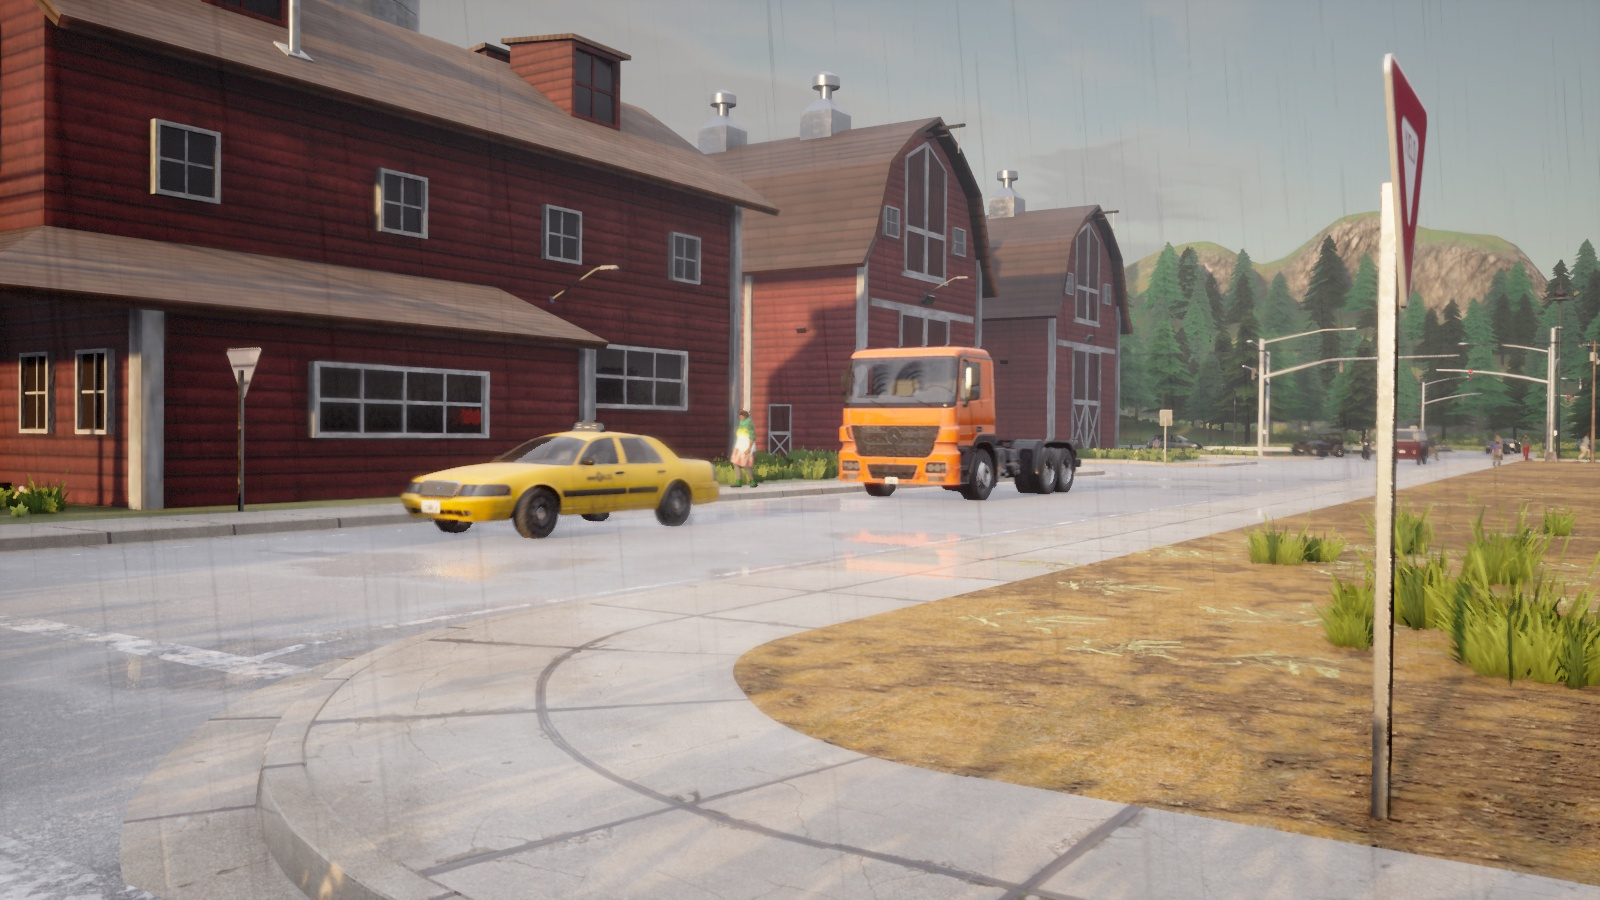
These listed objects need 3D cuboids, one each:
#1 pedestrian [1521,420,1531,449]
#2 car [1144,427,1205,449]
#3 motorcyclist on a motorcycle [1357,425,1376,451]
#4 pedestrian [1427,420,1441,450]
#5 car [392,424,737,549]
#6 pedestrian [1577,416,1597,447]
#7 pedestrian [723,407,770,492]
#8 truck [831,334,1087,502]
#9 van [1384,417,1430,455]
[{"bbox_3d":[46.141,-0.990,79.827,0.614,1.847,0.353,-1,1,-39],"label":"pedestrian"},{"bbox_3d":[27.907,-0.900,93.524,3.988,1.617,1.851,0,1,34],"label":"car"},{"bbox_3d":[35.797,-0.749,79.324,0.866,1.590,1.817,0,1,33],"label":"motorcyclist on a motorcycle"},{"bbox_3d":[39.147,-0.906,77.542,0.726,1.842,0.402,0,1,29],"label":"pedestrian"},{"bbox_3d":[-3.244,0.419,18.581,1.801,1.575,5.366,0,1,33],"label":"car"},{"bbox_3d":[47.588,-1.090,75.903,0.900,1.855,0.874,0,1,40],"label":"pedestrian"},{"bbox_3d":[-1.259,-0.024,29.415,0.873,1.952,0.659,-1,1,-34],"label":"pedestrian"},{"bbox_3d":[4.064,-0.724,29.951,2.891,3.462,7.936,0,1,33],"label":"truck"},{"bbox_3d":[33.529,-0.796,69.319,1.775,1.987,4.442,0,1,33],"label":"van"}]
